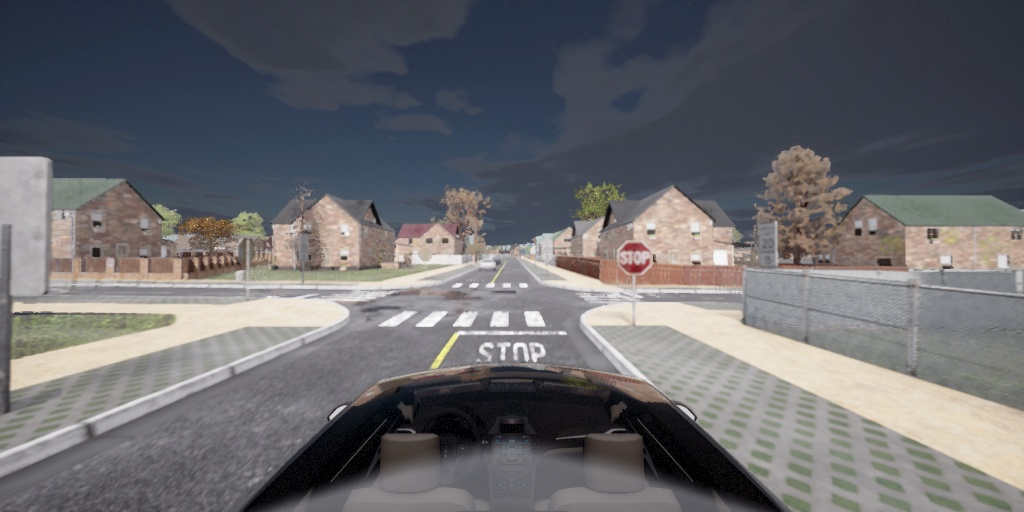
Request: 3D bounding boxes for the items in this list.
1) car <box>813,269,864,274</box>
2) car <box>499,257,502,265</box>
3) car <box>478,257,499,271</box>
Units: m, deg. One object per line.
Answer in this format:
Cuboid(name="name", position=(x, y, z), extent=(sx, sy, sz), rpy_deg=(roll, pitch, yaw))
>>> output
Cuboid(name="car", position=(14.809, 1.312, 15.824), extent=(4.902, 1.511, 2.128), rpy_deg=(1, -1, 0))
Cuboid(name="car", position=(-2.778, 0.894, 63.244), extent=(2.033, 1.411, 5.357), rpy_deg=(0, 0, 0))
Cuboid(name="car", position=(-2.848, 1.013, 42.176), extent=(1.812, 1.442, 4.674), rpy_deg=(0, 1, 0))
